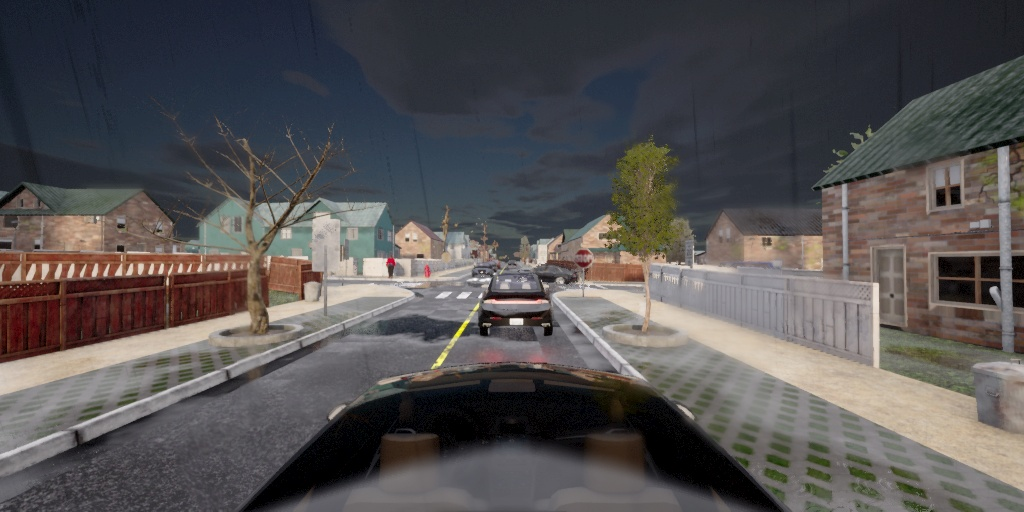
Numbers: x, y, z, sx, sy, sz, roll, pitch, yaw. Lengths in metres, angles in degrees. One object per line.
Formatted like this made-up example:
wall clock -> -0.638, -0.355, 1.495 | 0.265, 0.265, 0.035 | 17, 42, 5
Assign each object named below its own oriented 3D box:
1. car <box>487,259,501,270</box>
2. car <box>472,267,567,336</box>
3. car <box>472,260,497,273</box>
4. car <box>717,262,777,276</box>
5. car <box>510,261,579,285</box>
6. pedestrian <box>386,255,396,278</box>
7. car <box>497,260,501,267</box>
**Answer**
car -> -2.830, 1.335, 57.378 | 1.882, 1.535, 5.008 | 0, 0, 0
car -> 0.100, 1.246, 10.374 | 2.128, 1.511, 4.902 | 0, 0, 0
car -> -2.856, 1.356, 35.752 | 1.994, 1.385, 4.181 | 0, 0, -1
car -> 15.813, 1.400, 25.565 | 5.566, 2.045, 2.150 | 1, -1, 0
car -> 2.633, 1.390, 27.239 | 4.892, 1.490, 1.837 | 2, 3, 26
pedestrian -> -9.624, 0.797, 28.490 | 0.375, 1.860, 0.375 | 0, -2, 0
car -> -2.836, 1.366, 46.135 | 2.033, 1.411, 5.357 | 0, 0, 0
